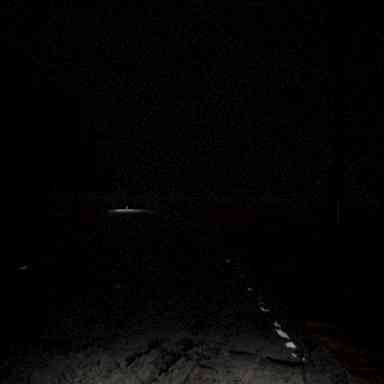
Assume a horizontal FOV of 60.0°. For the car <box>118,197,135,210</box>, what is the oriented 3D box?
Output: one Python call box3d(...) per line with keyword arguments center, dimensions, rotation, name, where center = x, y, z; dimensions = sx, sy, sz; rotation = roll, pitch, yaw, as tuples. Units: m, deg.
box3d(center=(-7.597, 1.238, 38.570), dimensions=(2.033, 1.411, 5.357), rotation=(0, 0, -13), name="car")
